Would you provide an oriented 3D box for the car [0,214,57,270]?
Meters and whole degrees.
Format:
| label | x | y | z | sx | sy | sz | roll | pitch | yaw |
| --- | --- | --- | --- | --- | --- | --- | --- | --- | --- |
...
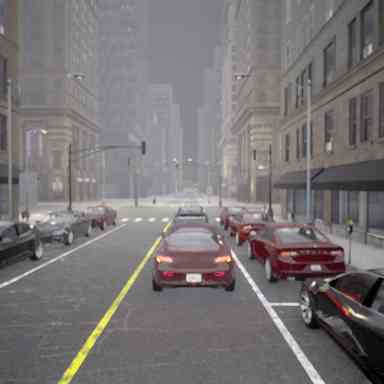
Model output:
| label | x | y | z | sx | sy | sz | roll | pitch | yaw |
| --- | --- | --- | --- | --- | --- | --- | --- | --- | --- |
| car | -5.801 | 1.551 | 9.530 | 1.947 | 1.339 | 4.313 | -1 | 0 | 0 |

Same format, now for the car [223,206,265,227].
| label | x | y | z | sx | sy | sz | roll | pitch | yaw |
| --- | --- | --- | --- | --- | --- | --- | --- | --- | --- |
| car | 2.705 | 1.522 | 15.064 | 1.887 | 1.381 | 4.507 | -1 | 0 | 0 |

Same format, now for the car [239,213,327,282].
| label | x | y | z | sx | sy | sz | roll | pitch | yaw |
| --- | --- | --- | --- | --- | --- | --- | --- | --- | --- |
| car | 2.723 | 1.530 | 9.558 | 1.887 | 1.381 | 4.507 | -1 | 0 | 0 |

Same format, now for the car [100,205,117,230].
| label | x | y | z | sx | sy | sz | roll | pitch | yaw |
| --- | --- | --- | --- | --- | --- | --- | --- | --- | --- |
| car | -5.839 | 1.514 | 20.540 | 1.887 | 1.381 | 4.507 | -1 | 0 | 0 |

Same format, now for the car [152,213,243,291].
| label | x | y | z | sx | sy | sz | roll | pitch | yaw |
| --- | --- | --- | --- | --- | --- | --- | --- | --- | --- |
| car | 0.041 | 1.512 | 8.812 | 1.812 | 1.442 | 4.674 | 0 | 0 | 0 |

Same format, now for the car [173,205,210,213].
| label | x | y | z | sx | sy | sz | roll | pitch | yaw |
| --- | --- | --- | --- | --- | --- | --- | --- | --- | --- |
| car | -0.030 | 1.464 | 18.585 | 2.128 | 1.511 | 4.902 | 0 | 0 | 1 |

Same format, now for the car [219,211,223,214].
| label | x | y | z | sx | sy | sz | roll | pitch | yaw |
| --- | --- | --- | --- | --- | --- | --- | --- | --- | --- |
| car | 2.686 | 1.514 | 20.569 | 1.887 | 1.381 | 4.507 | -1 | 0 | 0 |

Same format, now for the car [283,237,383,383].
| label | x | y | z | sx | sy | sz | roll | pitch | yaw |
| --- | --- | --- | --- | --- | --- | --- | --- | --- | --- |
| car | 2.742 | 1.559 | 4.054 | 1.947 | 1.339 | 4.313 | -1 | 0 | 0 |

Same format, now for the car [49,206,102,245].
| label | x | y | z | sx | sy | sz | roll | pitch | yaw |
| --- | --- | --- | --- | --- | --- | --- | --- | --- | --- |
| car | -5.820 | 1.528 | 15.035 | 2.008 | 1.369 | 4.403 | -1 | 0 | 0 |
